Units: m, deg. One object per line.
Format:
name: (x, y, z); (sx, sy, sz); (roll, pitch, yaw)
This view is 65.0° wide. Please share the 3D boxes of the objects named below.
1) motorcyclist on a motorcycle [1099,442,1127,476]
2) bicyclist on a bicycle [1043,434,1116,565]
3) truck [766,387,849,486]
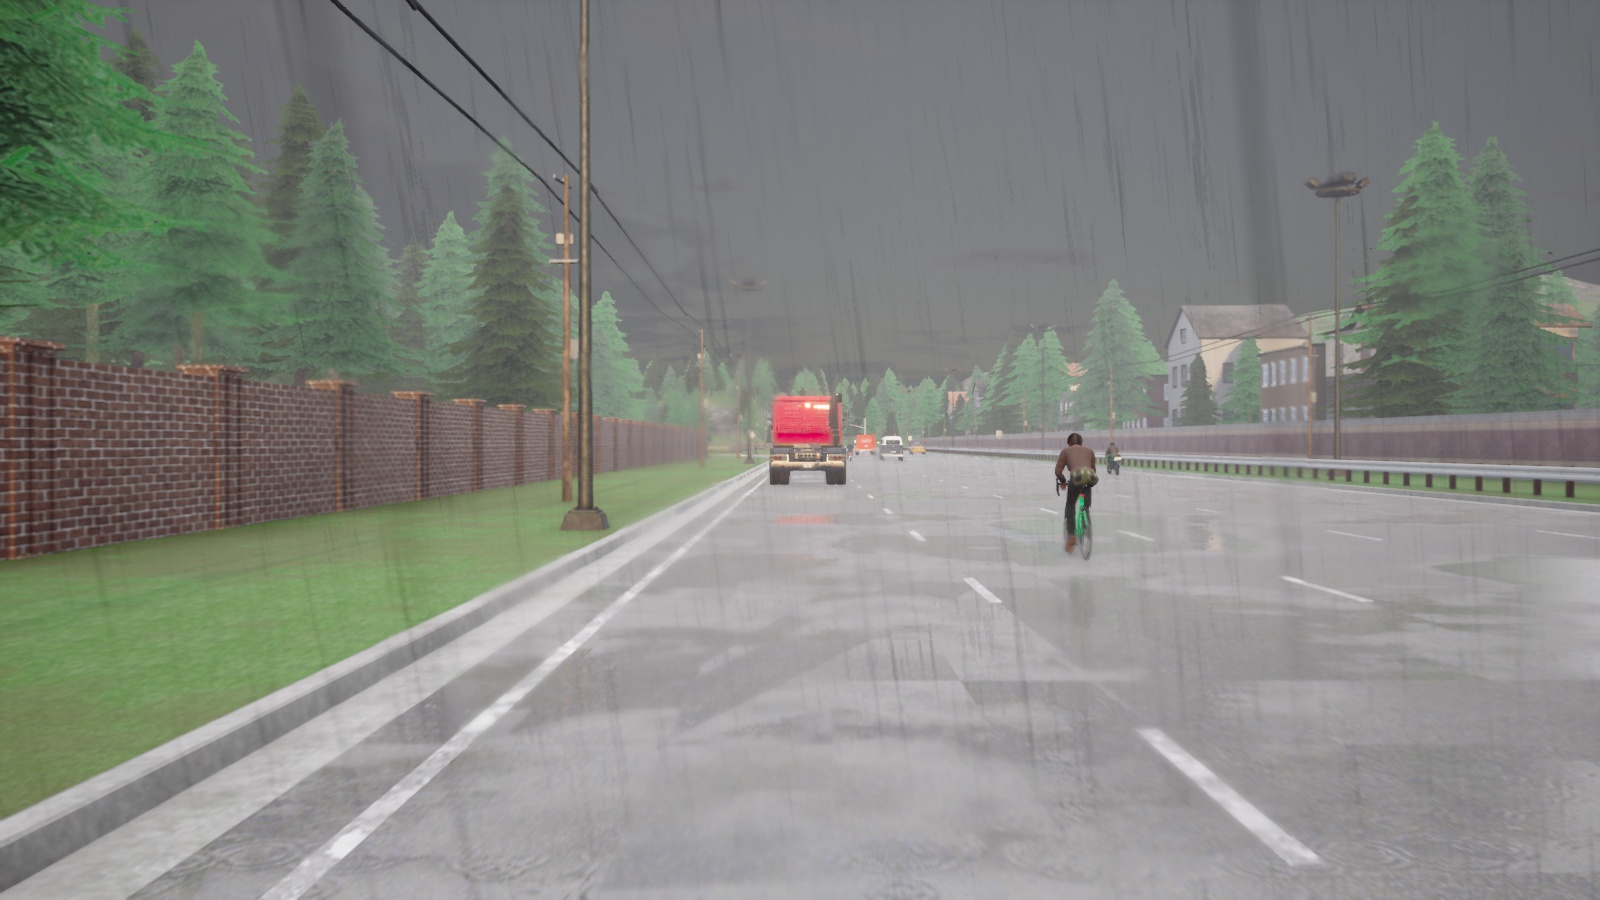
motorcyclist on a motorcycle: (14.344, 0.416, 57.561); (0.797, 1.523, 2.044); (0, 0, 0)
bicyclist on a bicycle: (3.609, 0.610, 16.332); (0.582, 1.620, 1.656); (0, 0, 0)
truck: (0.290, -0.506, 48.046); (2.891, 3.462, 7.936); (0, 0, 0)
